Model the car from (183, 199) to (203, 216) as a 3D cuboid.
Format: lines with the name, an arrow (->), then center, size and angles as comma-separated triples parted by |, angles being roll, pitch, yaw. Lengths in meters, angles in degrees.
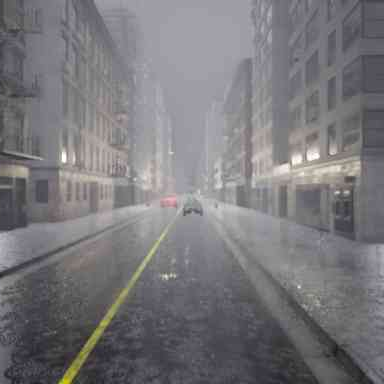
car -> 0.095, 1.605, 32.890 | 1.895, 1.301, 4.718 | 0, 0, 0

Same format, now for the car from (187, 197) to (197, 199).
car -> 0.006, 1.503, 53.406 | 2.128, 1.511, 4.902 | 0, 0, 0

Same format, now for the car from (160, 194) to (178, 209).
car -> -3.065, 1.232, 46.017 | 2.150, 2.045, 5.566 | 0, 0, 0
